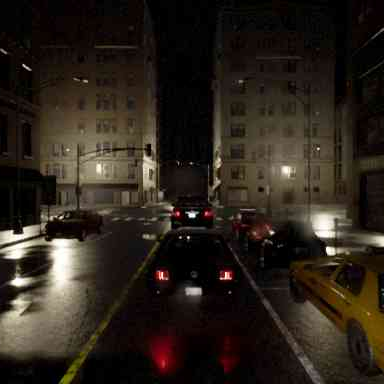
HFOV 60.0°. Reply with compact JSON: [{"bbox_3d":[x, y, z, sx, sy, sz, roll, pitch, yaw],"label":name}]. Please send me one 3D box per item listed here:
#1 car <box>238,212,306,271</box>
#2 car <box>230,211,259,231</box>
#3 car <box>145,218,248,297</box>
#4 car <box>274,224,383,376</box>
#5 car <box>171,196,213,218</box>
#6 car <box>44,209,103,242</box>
[{"bbox_3d":[2.870,1.564,10.775,1.947,1.339,4.313,-1,0,0],"label":"car"},{"bbox_3d":[2.874,1.578,16.361,1.802,1.307,4.206,-1,0,0],"label":"car"},{"bbox_3d":[0.050,1.599,8.529,1.895,1.301,4.718,0,0,0],"label":"car"},{"bbox_3d":[2.867,1.525,5.359,1.752,1.417,4.829,-1,0,0],"label":"car"},{"bbox_3d":[0.005,1.218,18.521,2.150,2.045,5.566,0,0,0],"label":"car"},{"bbox_3d":[-5.672,1.541,16.363,1.887,1.381,4.507,-1,0,0],"label":"car"}]
